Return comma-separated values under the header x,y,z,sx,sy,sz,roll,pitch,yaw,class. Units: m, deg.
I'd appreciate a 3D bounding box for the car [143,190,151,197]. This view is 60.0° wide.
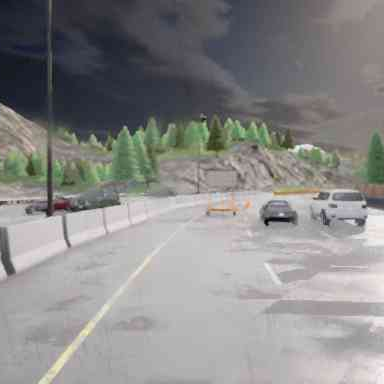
x,y,z,sx,sy,sz,roll,pitch,yaw,class
-7.798,0.328,65.337,2.128,1.511,4.902,0,1,22,car

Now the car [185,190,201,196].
x,y,z,sx,sy,sz,roll,pitch,yaw,class
0.272,0.347,66.358,1.812,1.442,4.674,1,1,23,car

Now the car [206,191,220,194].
x,y,z,sx,sy,sz,roll,pitch,yaw,class
4.371,0.419,67.023,1.895,1.301,4.718,1,1,25,car

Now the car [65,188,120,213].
x,y,z,sx,sy,sz,roll,pitch,yaw,class
-7.903,0.709,27.826,2.150,2.045,5.566,0,1,11,car

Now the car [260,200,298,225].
x,y,z,sx,sy,sz,roll,pitch,yaw,class
5.345,1.205,20.814,1.994,1.385,4.181,0,1,8,car

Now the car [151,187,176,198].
x,y,z,sx,sy,sz,roll,pitch,yaw,class
-4.945,0.095,63.057,2.150,2.045,5.566,0,1,22,car

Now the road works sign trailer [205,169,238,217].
x,y,z,sx,sy,sz,roll,pitch,yaw,class
2.361,0.008,25.935,2.380,3.560,2.880,0,1,12,road works sign trailer

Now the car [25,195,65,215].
x,y,z,sx,sy,sz,roll,pitch,yaw,class
-11.549,1.018,27.192,1.812,1.442,4.674,0,1,10,car

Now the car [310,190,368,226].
x,y,z,sx,sy,sz,roll,pitch,yaw,class
8.773,0.878,20.304,2.150,2.045,5.566,0,1,8,car
